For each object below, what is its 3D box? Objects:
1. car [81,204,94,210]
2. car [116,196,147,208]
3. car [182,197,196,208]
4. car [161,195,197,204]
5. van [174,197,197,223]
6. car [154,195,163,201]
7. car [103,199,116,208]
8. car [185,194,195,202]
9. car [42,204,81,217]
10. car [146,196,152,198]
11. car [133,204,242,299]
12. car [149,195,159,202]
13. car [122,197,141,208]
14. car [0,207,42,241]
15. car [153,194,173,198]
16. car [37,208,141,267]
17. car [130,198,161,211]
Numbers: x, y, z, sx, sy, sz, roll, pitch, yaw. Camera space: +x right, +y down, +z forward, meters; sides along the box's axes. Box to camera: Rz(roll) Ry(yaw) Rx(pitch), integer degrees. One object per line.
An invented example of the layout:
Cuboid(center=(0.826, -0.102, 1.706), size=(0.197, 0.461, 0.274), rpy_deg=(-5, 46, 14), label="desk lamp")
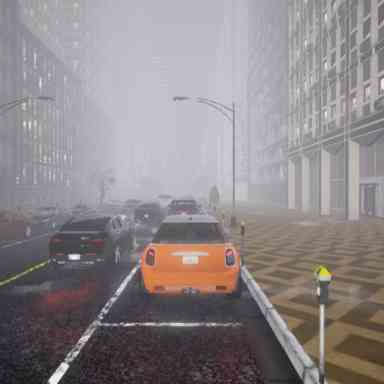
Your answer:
Cuboid(center=(-8.843, 1.577, 26.356), size=(1.802, 1.307, 4.206), rpy_deg=(-1, 0, 0), label="car")
Cuboid(center=(-6.231, 1.498, 34.934), size=(1.837, 1.490, 4.892), rpy_deg=(0, 0, 0), label="car")
Cuboid(center=(-0.463, 1.541, 49.090), size=(2.008, 1.369, 4.403), rpy_deg=(-1, 0, 0), label="car")
Cuboid(center=(-0.465, 1.311, 20.672), size=(2.192, 1.841, 5.009), rpy_deg=(-1, 0, 0), label="car")
Cuboid(center=(-0.465, 1.336, 26.356), size=(1.690, 1.788, 3.998), rpy_deg=(-1, 0, 0), label="van")
Cuboid(center=(-8.844, 1.545, 88.876), size=(1.947, 1.339, 4.313), rpy_deg=(-1, 0, 0), label="car")
Cuboid(center=(-8.844, 1.544, 37.723), size=(2.008, 1.369, 4.403), rpy_deg=(-1, 0, 0), label="car")
Cuboid(center=(-0.465, 1.298, 77.509), size=(2.192, 1.841, 5.009), rpy_deg=(-1, 0, 0), label="car")
Cuboid(center=(-8.844, 1.547, 20.672), size=(2.008, 1.369, 4.403), rpy_deg=(-1, 0, 0), label="car")
Cuboid(center=(-8.843, 1.570, 60.458), size=(1.802, 1.307, 4.206), rpy_deg=(-1, 0, 0), label="car")
Cuboid(center=(-0.033, 1.351, 8.621), size=(2.097, 1.767, 4.553), rpy_deg=(0, 0, 0), label="car")
Cuboid(center=(-8.843, 1.508, 77.339), size=(1.752, 1.417, 4.829), rpy_deg=(-1, 0, 0), label="car")
Cuboid(center=(-8.843, 1.541, 49.090), size=(2.008, 1.369, 4.403), rpy_deg=(-1, 0, 0), label="car")
Cuboid(center=(-8.843, 1.542, 14.989), size=(1.887, 1.381, 4.507), rpy_deg=(-1, 0, 0), label="car")
Cuboid(center=(-3.059, 1.213, 40.637), size=(2.150, 2.045, 5.566), rpy_deg=(0, 0, 0), label="car")
Cuboid(center=(-3.145, 1.501, 11.322), size=(1.837, 1.490, 4.892), rpy_deg=(0, 0, 0), label="car")
Cuboid(center=(-3.065, 1.473, 24.884), size=(1.882, 1.535, 5.008), rpy_deg=(0, 0, 0), label="car")
